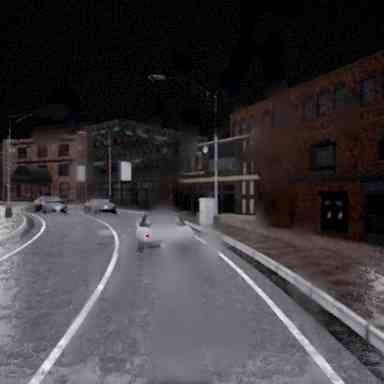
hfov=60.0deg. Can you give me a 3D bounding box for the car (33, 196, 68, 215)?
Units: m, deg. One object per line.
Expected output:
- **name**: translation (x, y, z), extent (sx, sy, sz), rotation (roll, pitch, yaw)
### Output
- **car**: translation (-12.129, 1.095, 28.399), extent (2.128, 1.511, 4.902), rotation (0, 1, -38)

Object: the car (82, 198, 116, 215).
- **car**: translation (-8.239, 1.203, 29.230), extent (1.994, 1.385, 4.181), rotation (0, 1, -34)

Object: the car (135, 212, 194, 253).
- **car**: translation (-1.264, 1.447, 13.069), extent (1.895, 1.301, 4.718), rotation (0, 1, -11)
